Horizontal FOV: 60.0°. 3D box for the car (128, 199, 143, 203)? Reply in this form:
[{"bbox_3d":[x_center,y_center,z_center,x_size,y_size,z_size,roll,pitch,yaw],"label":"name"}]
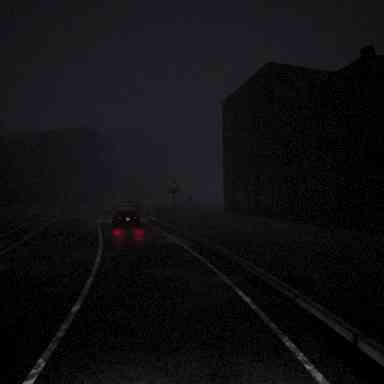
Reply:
[{"bbox_3d":[-7.066,1.581,40.974,2.128,1.511,4.902,0,1,-1],"label":"car"}]

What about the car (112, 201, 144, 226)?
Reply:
[{"bbox_3d":[-4.837,1.625,24.351,1.812,1.442,4.674,1,0,-14],"label":"car"}]
